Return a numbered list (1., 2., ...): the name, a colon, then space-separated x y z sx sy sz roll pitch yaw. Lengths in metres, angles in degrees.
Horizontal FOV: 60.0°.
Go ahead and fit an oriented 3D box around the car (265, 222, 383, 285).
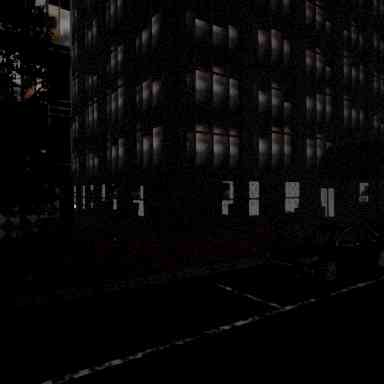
1. car: 3.932 1.549 9.401 4.403 1.369 2.008 0 -1 -36
